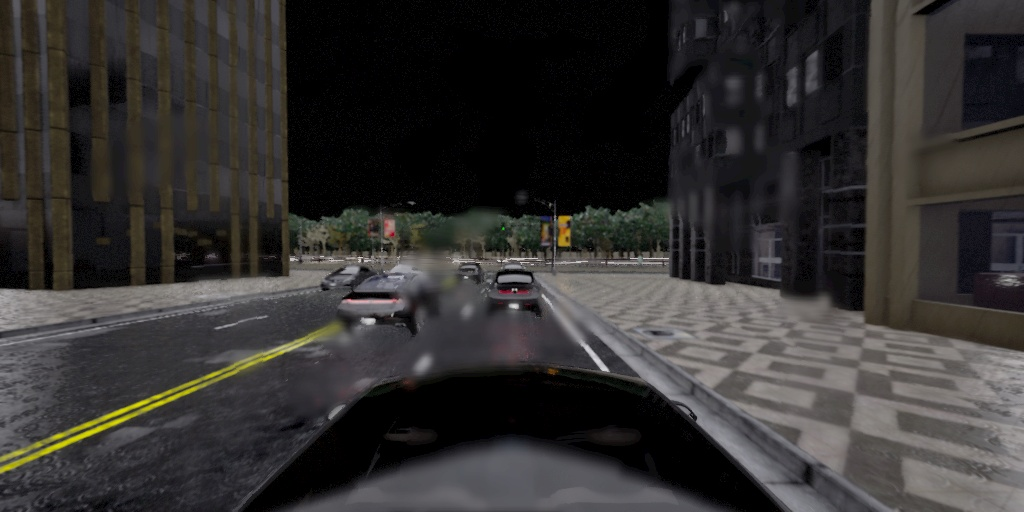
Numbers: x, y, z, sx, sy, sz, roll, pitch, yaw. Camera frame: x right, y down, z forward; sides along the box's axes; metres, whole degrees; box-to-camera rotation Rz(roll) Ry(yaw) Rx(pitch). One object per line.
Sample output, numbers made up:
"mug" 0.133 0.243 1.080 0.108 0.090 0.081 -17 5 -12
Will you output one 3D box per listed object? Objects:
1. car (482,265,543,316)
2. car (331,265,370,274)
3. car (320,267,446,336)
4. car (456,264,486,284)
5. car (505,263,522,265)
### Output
"car" 0.093 1.264 13.263 1.837 1.490 4.892 0 0 0
"car" -9.842 1.317 22.035 1.812 1.442 4.674 0 0 0
"car" -3.164 1.242 10.372 2.128 1.511 4.902 0 0 0
"car" -3.156 1.319 27.733 1.837 1.490 4.892 0 0 0
"car" 0.097 1.297 28.761 1.882 1.535 5.008 0 -1 0
